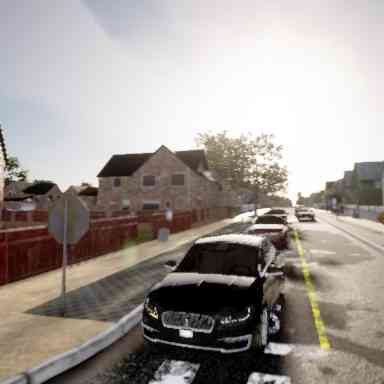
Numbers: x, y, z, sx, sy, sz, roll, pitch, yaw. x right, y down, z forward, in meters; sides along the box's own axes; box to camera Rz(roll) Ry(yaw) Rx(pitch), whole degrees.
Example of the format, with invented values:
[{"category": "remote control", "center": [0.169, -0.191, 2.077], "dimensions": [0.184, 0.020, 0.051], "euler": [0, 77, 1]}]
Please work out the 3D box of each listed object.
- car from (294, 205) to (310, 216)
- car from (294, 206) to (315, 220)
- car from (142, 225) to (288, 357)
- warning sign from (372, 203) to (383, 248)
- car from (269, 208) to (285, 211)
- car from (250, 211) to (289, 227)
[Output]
[{"category": "car", "center": [16.128, 2.739, 48.995], "dimensions": [2.128, 1.511, 4.902], "euler": [-1, -2, 16]}, {"category": "car", "center": [13.125, 2.549, 38.432], "dimensions": [1.895, 1.301, 4.718], "euler": [-1, -2, 17]}, {"category": "car", "center": [0.755, 1.667, 6.680], "dimensions": [1.837, 1.490, 4.892], "euler": [-1, -1, 20]}, {"category": "warning sign", "center": [8.706, 1.413, 14.375], "dimensions": [1.300, 1.860, 1.060], "euler": [-4, -5, 16]}, {"category": "car", "center": [7.706, 2.230, 30.062], "dimensions": [1.882, 1.535, 5.008], "euler": [-1, -2, 16]}, {"category": "car", "center": [4.139, 1.958, 17.700], "dimensions": [1.812, 1.442, 4.674], "euler": [-1, -2, 16]}]
